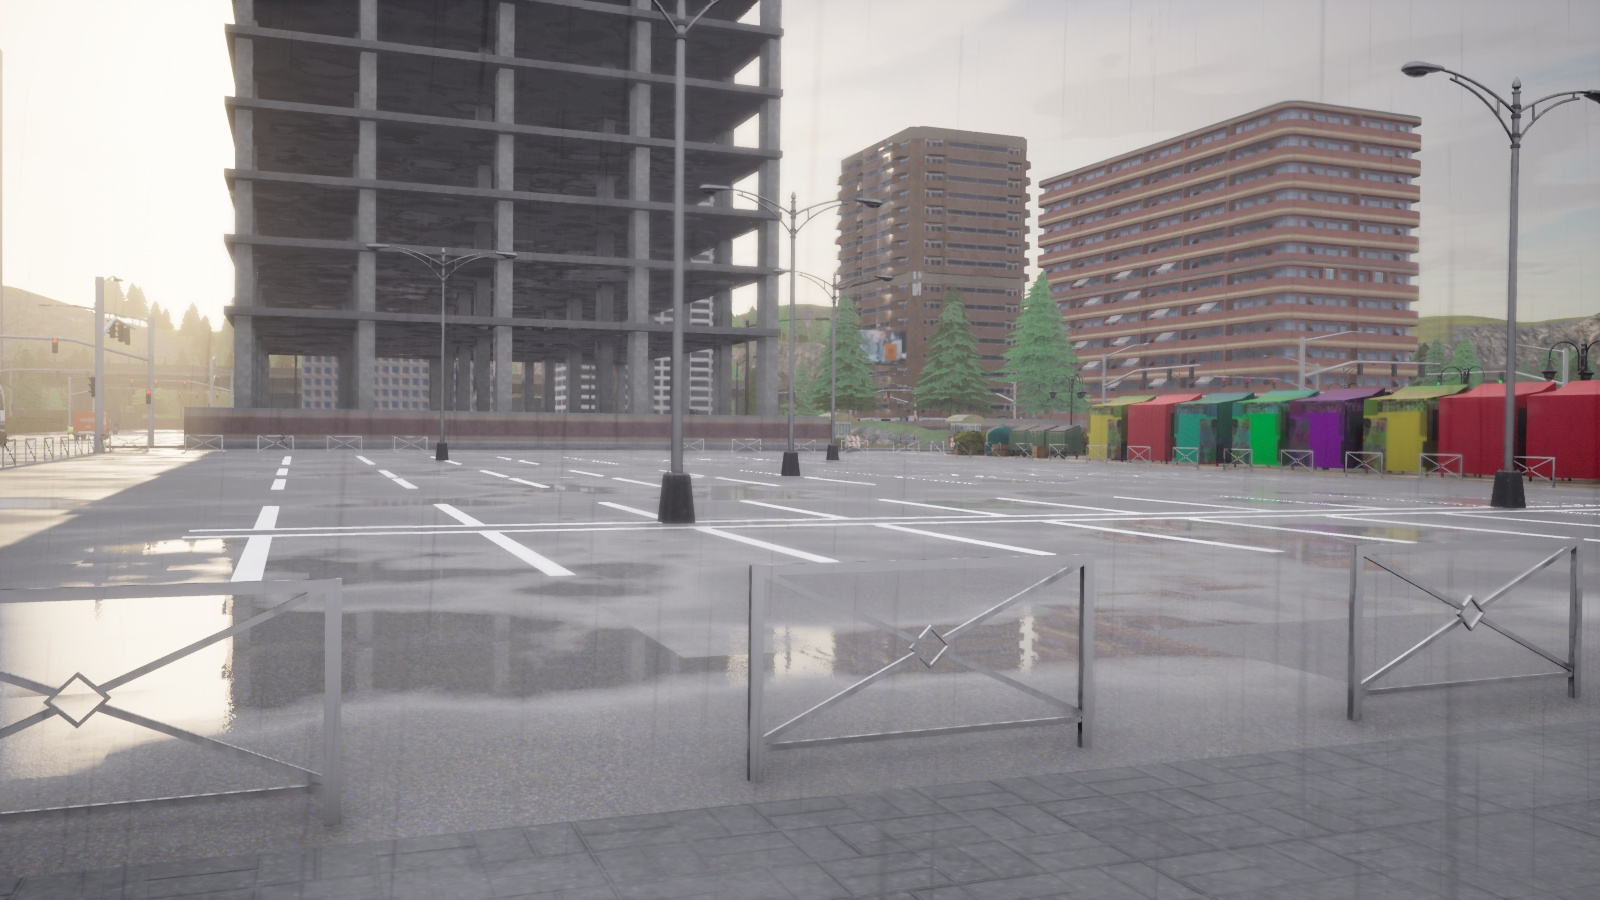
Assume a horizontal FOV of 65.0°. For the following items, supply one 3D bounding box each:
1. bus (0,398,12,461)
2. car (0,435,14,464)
[{"bbox_3d":[-54.720,-1.317,81.763,3.944,4.253,10.273,-1,1,-22],"label":"bus"},{"bbox_3d":[-47.030,-0.024,71.558,2.242,1.667,4.611,-1,1,-11],"label":"car"}]
